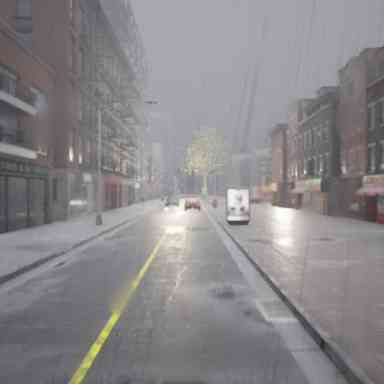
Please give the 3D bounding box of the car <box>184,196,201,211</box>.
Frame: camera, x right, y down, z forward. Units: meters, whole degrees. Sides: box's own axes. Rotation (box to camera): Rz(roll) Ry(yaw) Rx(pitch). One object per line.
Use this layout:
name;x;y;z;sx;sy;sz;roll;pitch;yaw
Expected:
car;0.068;1.495;38.917;1.895;1.301;4.718;0;0;0

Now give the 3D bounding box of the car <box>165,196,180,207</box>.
car;-2.763;1.380;47.349;1.837;1.490;4.892;0;0;0

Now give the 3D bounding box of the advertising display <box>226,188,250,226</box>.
advertising display;3.009;0.965;21.736;1.540;2.440;0.280;0;0;0

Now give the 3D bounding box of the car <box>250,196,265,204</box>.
car;10.933;1.356;59.710;4.097;1.590;1.967;0;0;0
